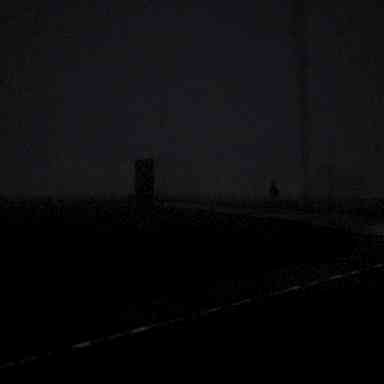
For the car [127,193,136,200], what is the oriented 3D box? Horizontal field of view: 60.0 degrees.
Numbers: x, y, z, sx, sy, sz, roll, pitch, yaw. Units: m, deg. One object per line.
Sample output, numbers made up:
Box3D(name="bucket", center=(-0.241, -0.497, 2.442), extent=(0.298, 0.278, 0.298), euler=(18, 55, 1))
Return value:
Box3D(name="car", center=(-7.769, 0.842, 48.206), extent=(1.994, 1.385, 4.181), euler=(-1, 2, -35))
